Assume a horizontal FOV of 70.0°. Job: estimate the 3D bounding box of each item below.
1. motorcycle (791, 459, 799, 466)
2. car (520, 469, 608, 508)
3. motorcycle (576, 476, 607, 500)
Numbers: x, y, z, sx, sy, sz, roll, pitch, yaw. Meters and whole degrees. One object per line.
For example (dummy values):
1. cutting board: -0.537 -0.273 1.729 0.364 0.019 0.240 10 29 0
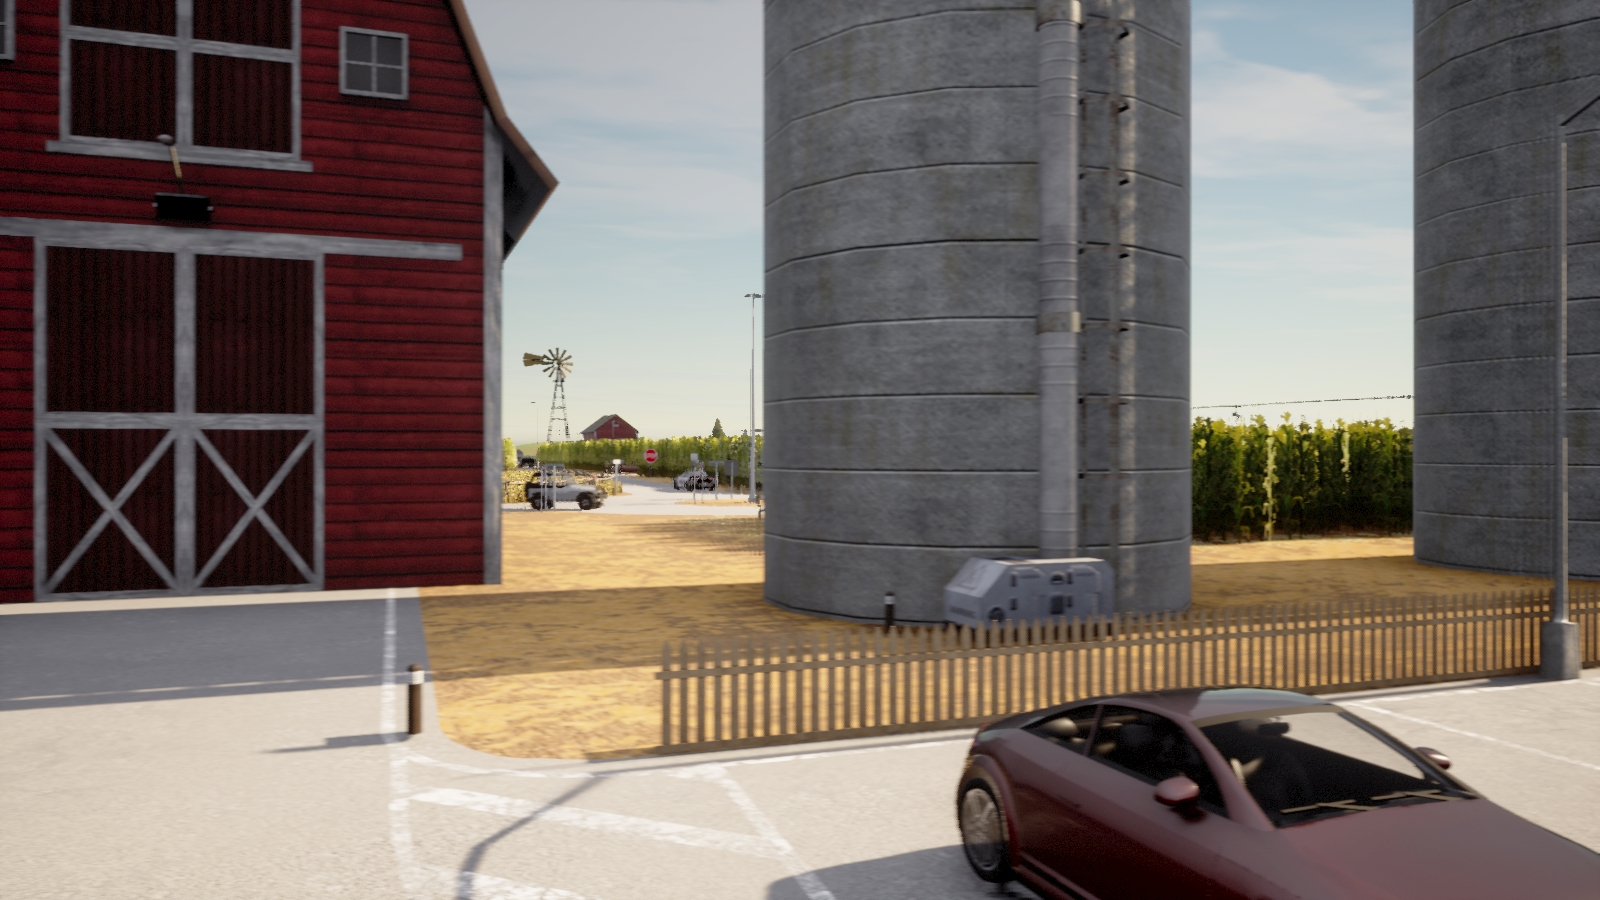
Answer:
1. motorcycle: -0.879 2.154 197.579 0.764 1.307 2.356 0 0 -21
2. car: -11.535 1.857 56.047 3.866 1.878 1.905 0 0 3
3. motorcycle: -11.973 2.155 65.736 0.764 1.307 2.356 0 0 18
